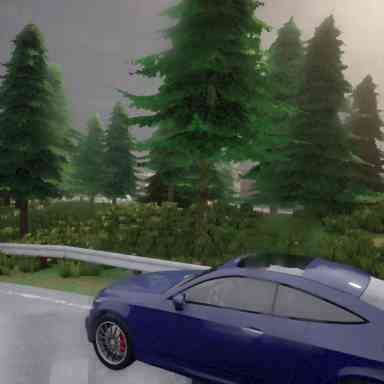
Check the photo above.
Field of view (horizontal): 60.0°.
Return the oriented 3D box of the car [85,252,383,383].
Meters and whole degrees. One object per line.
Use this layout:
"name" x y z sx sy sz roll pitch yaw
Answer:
"car" 0.788 1.499 4.077 4.674 1.442 1.812 1 1 31
